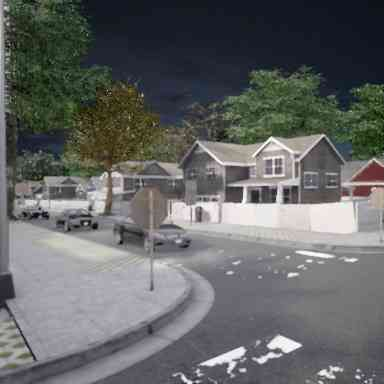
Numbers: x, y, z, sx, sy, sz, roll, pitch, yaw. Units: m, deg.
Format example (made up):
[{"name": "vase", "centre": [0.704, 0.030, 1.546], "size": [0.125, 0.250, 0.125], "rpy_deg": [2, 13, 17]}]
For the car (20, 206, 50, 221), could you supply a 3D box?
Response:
[{"name": "car", "centre": [-15.389, 2.052, 32.623], "size": [1.895, 1.301, 4.718], "rpy_deg": [-1, 0, -37]}]

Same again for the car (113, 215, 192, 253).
[{"name": "car", "centre": [-1.914, 1.657, 14.632], "size": [1.812, 1.442, 4.674], "rpy_deg": [-1, 0, -37]}]

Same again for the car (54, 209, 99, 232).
[{"name": "car", "centre": [-7.905, 1.840, 22.622], "size": [1.994, 1.385, 4.181], "rpy_deg": [-1, 0, -37]}]
